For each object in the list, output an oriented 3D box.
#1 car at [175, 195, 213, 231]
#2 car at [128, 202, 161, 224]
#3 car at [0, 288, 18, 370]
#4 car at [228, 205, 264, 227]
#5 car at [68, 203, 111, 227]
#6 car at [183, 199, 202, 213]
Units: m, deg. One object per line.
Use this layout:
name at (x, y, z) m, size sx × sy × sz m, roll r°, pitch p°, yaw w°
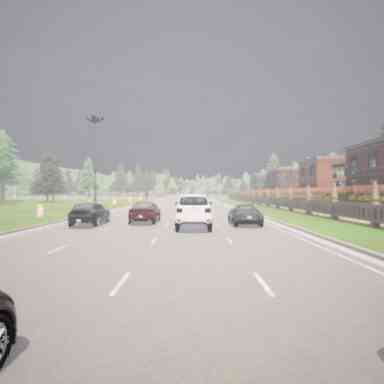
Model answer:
car at (0.090, 1.205, 20.690) m, size 2.150 × 2.045 × 5.566 m, roll 0°, pitch -1°, yaw 0°
car at (-3.411, 1.466, 24.493) m, size 1.882 × 1.535 × 5.008 m, roll 0°, pitch 0°, yaw 0°
car at (-3.401, 1.351, 2.642) m, size 2.097 × 1.767 × 4.553 m, roll 0°, pitch 0°, yaw 0°
car at (3.590, 1.554, 22.722) m, size 1.994 × 1.385 × 4.181 m, roll 0°, pitch 0°, yaw 0°
car at (-6.910, 1.494, 22.721) m, size 1.837 × 1.490 × 4.892 m, roll 0°, pitch 0°, yaw 0°
car at (0.057, 1.530, 38.371) m, size 2.033 × 1.411 × 5.357 m, roll 0°, pitch 0°, yaw 0°
